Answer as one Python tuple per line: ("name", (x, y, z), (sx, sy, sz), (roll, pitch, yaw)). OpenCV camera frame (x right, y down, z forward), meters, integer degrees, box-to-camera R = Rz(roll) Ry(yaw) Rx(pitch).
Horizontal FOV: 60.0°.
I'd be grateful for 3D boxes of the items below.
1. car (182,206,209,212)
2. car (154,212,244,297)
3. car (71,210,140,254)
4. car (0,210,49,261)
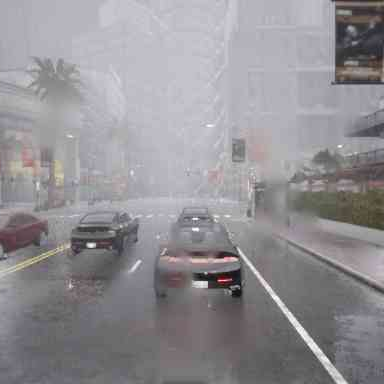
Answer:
("car", (0.174, 1.505, 17.962), (1.837, 1.490, 4.892), (0, 0, 0))
("car", (0.145, 1.492, 8.544), (2.128, 1.511, 4.902), (0, 0, 0))
("car", (-3.340, 1.506, 13.485), (1.837, 1.490, 4.892), (0, 0, 0))
("car", (-7.034, 1.477, 12.121), (1.882, 1.535, 5.008), (0, 0, 0))
